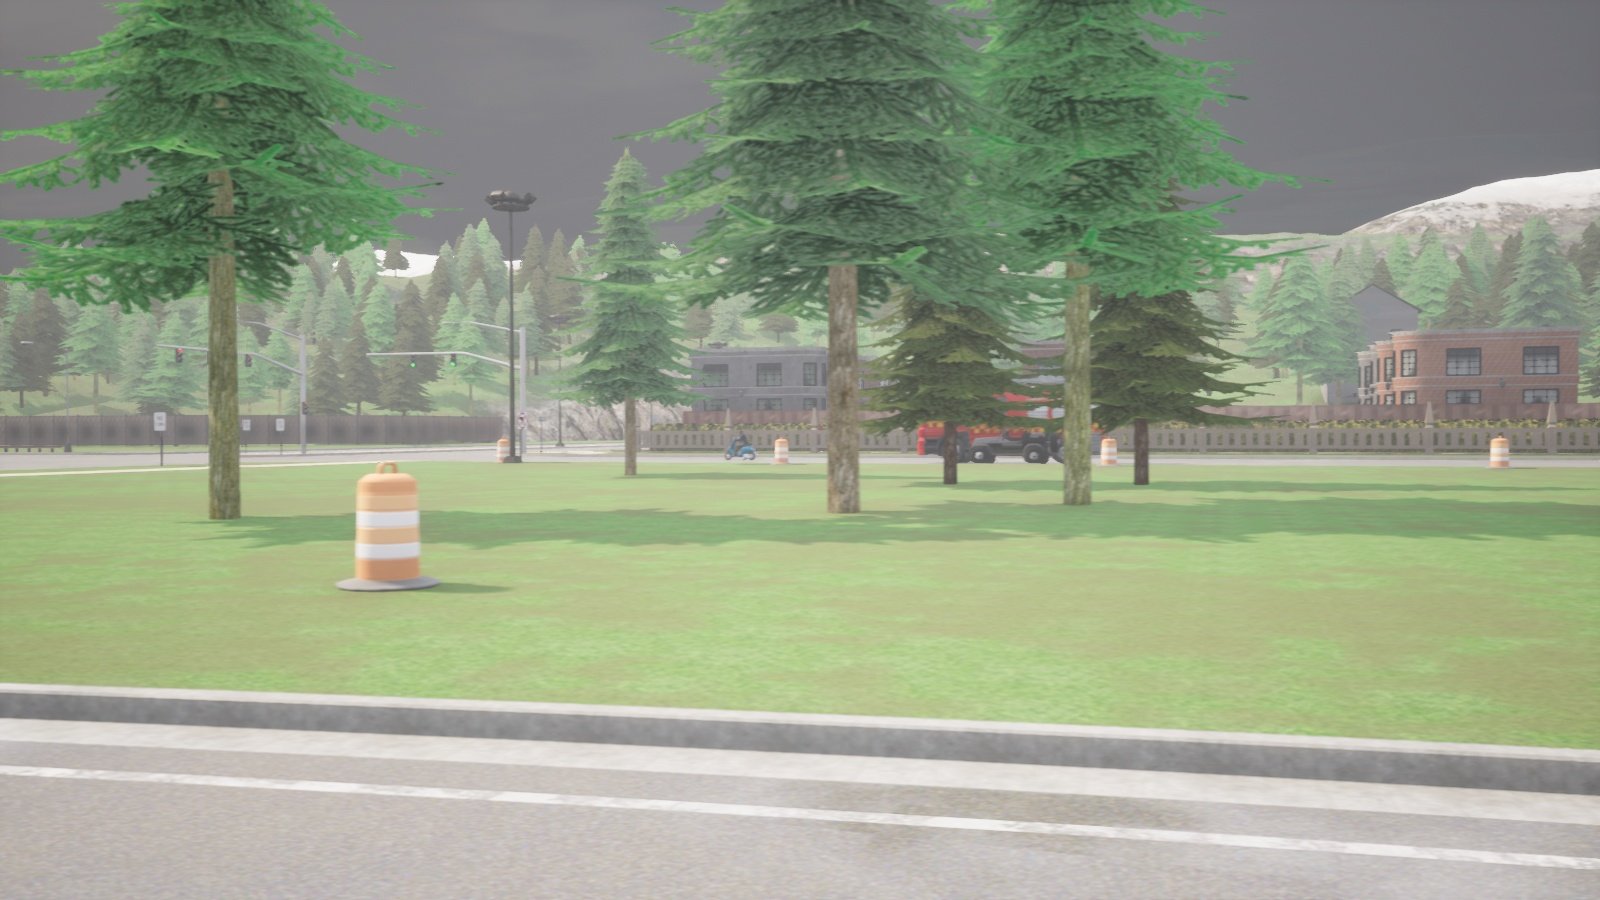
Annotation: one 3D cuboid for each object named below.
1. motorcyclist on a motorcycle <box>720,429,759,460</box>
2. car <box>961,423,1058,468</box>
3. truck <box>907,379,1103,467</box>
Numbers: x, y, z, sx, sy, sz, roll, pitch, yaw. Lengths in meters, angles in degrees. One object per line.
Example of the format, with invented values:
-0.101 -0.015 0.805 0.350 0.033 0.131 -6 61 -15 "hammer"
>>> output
-3.144 -0.279 65.357 1.817 1.590 0.866 1 1 18 "motorcyclist on a motorcycle"
9.010 -0.207 53.924 3.866 1.878 1.905 1 1 18 "car"
9.397 -1.223 57.470 8.468 3.827 2.891 1 1 18 "truck"
